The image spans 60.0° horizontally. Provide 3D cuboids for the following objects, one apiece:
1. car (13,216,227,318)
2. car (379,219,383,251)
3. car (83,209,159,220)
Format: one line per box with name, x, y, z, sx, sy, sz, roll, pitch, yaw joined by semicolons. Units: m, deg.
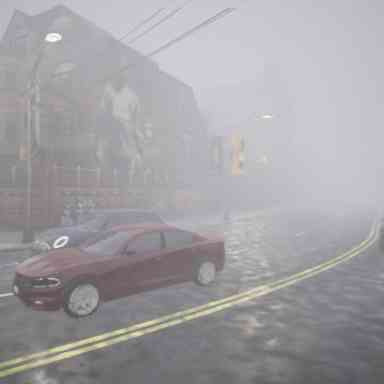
car;-1.339;1.511;7.730;5.008;1.535;1.882;0;0;-42
car;8.941;1.566;13.632;1.837;1.490;4.892;0;0;36
car;-2.814;1.398;11.114;4.553;1.767;2.097;0;0;-43
